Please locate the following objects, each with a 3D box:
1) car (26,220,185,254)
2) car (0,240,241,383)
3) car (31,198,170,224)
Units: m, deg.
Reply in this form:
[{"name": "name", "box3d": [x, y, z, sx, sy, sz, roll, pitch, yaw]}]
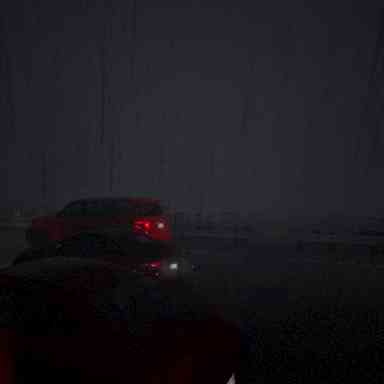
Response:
[{"name": "car", "box3d": [-2.207, 1.567, 7.887, 4.181, 1.385, 1.994, 0, 0, 24]}, {"name": "car", "box3d": [-1.778, 1.526, 3.867, 4.674, 1.442, 1.812, 0, 0, 24]}, {"name": "car", "box3d": [-3.485, 1.231, 12.283, 5.566, 2.045, 2.150, 0, 0, 24]}]
